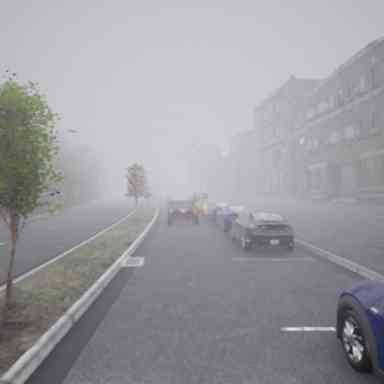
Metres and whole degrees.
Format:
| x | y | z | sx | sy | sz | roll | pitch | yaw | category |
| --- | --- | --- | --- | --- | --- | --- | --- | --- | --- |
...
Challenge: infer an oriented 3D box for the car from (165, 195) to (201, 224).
| x | y | z | sx | sy | sz | roll | pitch | yaw | category |
| --- | --- | --- | --- | --- | --- | --- | --- | --- | --- |
| -0.711 | 1.310 | 24.369 | 2.097 | 1.767 | 4.553 | 0 | 0 | -3 | car |

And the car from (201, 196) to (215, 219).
| x | y | z | sx | sy | sz | roll | pitch | yaw | category |
| --- | --- | --- | --- | --- | --- | --- | --- | --- | --- |
| 1.874 | 1.420 | 30.806 | 1.946 | 1.575 | 5.366 | 0 | 0 | -4 | car |

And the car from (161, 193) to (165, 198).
| x | y | z | sx | sy | sz | roll | pitch | yaw | category |
| --- | --- | --- | --- | --- | --- | --- | --- | --- | --- |
| -5.209 | 1.160 | 76.118 | 2.163 | 1.488 | 4.792 | 0 | 0 | -13 | car |

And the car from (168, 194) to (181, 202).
| x | y | z | sx | sy | sz | roll | pitch | yaw | category |
| --- | --- | --- | --- | --- | --- | --- | --- | --- | --- |
| -3.668 | 1.182 | 69.248 | 1.946 | 1.575 | 5.366 | 0 | 0 | -11 | car |

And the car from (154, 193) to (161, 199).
| x | y | z | sx | sy | sz | roll | pitch | yaw | category |
| --- | --- | --- | --- | --- | --- | --- | --- | --- | --- |
| -7.616 | 1.047 | 85.409 | 2.097 | 1.535 | 5.008 | 0 | 0 | -15 | car |

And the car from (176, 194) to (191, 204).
| x | y | z | sx | sy | sz | roll | pitch | yaw | category |
| --- | --- | --- | --- | --- | --- | --- | --- | --- | --- |
| -1.574 | 1.264 | 58.430 | 1.946 | 1.575 | 5.366 | 0 | 0 | -9 | car |

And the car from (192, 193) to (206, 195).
| x | y | z | sx | sy | sz | roll | pitch | yaw | category |
| --- | --- | --- | --- | --- | --- | --- | --- | --- | --- |
| 0.155 | 1.347 | 47.238 | 2.231 | 1.521 | 4.892 | 0 | 0 | -7 | car |

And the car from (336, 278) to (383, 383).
| x | y | z | sx | sy | sz | roll | pitch | yaw | category |
| --- | --- | --- | --- | --- | --- | --- | --- | --- | --- |
| 3.051 | 1.352 | 2.805 | 2.185 | 1.767 | 4.553 | 0 | 0 | 0 | car |

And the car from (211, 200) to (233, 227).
| x | y | z | sx | sy | sz | roll | pitch | yaw | category |
| --- | --- | --- | --- | --- | --- | --- | --- | --- | --- |
| 2.560 | 1.451 | 19.505 | 2.097 | 1.535 | 5.008 | 0 | 0 | -2 | car |

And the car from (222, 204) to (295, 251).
| x | y | z | sx | sy | sz | roll | pitch | yaw | category |
| --- | --- | --- | --- | --- | --- | --- | --- | --- | --- |
| 2.795 | 1.463 | 13.948 | 2.231 | 1.521 | 4.892 | 0 | 0 | -2 | car |

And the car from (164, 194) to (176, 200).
| x | y | z | sx | sy | sz | roll | pitch | yaw | category |
| --- | --- | --- | --- | --- | --- | --- | --- | --- | --- |
| -2.179 | 1.367 | 41.402 | 1.882 | 1.535 | 5.008 | 0 | 1 | -6 | car |
